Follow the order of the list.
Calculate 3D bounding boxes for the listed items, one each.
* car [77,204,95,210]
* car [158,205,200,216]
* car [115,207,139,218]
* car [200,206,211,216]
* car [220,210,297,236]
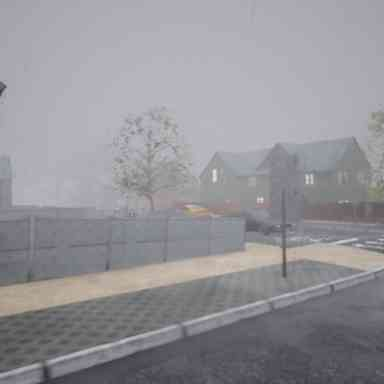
[{"bbox_3d":[-18.018,2.716,56.388,1.882,1.535,5.008,-1,-1,-36],"label":"car"},{"bbox_3d":[-1.628,2.086,28.400,1.994,1.385,4.181,-1,-1,-36],"label":"car"},{"bbox_3d":[-7.420,2.322,36.516,1.994,1.385,4.181,-1,-1,-35],"label":"car"},{"bbox_3d":[-0.265,1.991,31.557,1.882,1.535,5.008,-1,-1,-36],"label":"car"},{"bbox_3d":[3.824,1.847,20.771,2.033,1.411,5.357,-1,-1,-36],"label":"car"}]
